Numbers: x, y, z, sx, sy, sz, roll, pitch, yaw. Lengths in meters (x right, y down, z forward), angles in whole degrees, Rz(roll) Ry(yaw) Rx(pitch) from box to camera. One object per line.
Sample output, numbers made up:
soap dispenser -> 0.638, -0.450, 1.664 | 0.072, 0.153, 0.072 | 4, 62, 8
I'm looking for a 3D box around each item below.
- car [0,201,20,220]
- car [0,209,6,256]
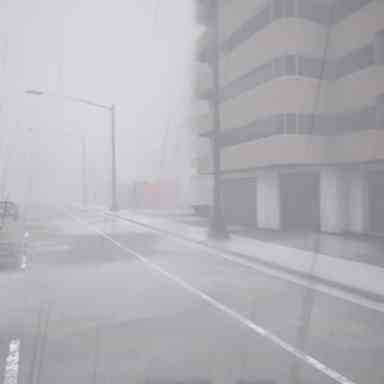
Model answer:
car -> -14.986, 1.466, 26.685 | 2.033, 1.411, 5.357 | -1, 1, -26
car -> -6.652, 1.487, 9.454 | 1.882, 1.535, 5.008 | -1, 1, -26
